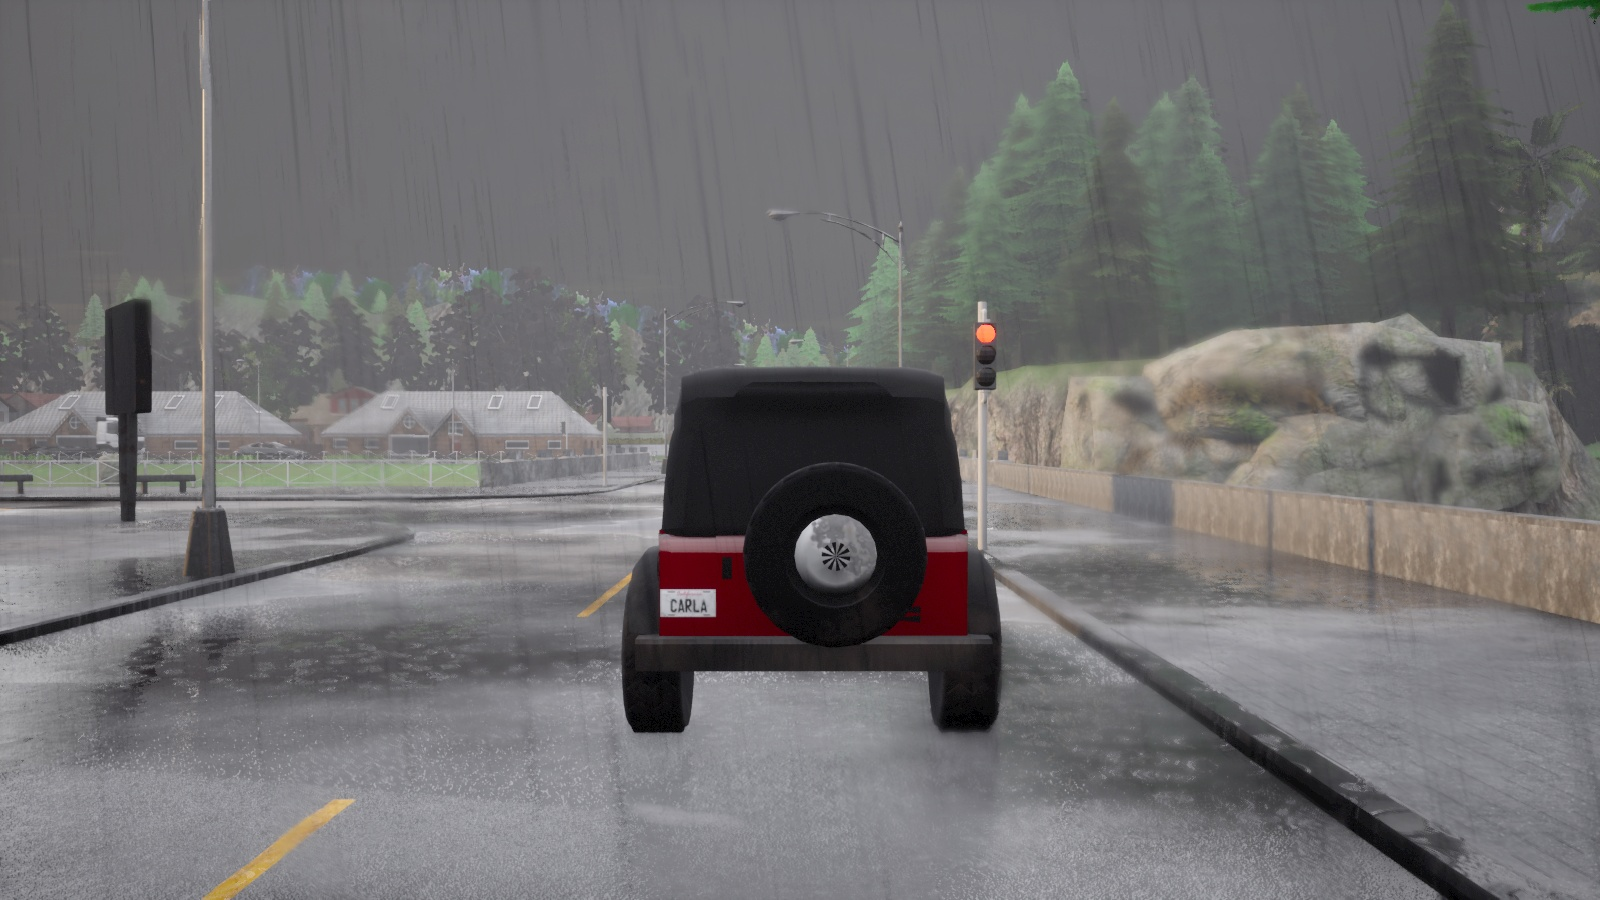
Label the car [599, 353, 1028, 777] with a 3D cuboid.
[{"bbox_3d":[0.062,0.500,7.508,1.905,1.878,3.866,0,0,0],"label":"car"}]
